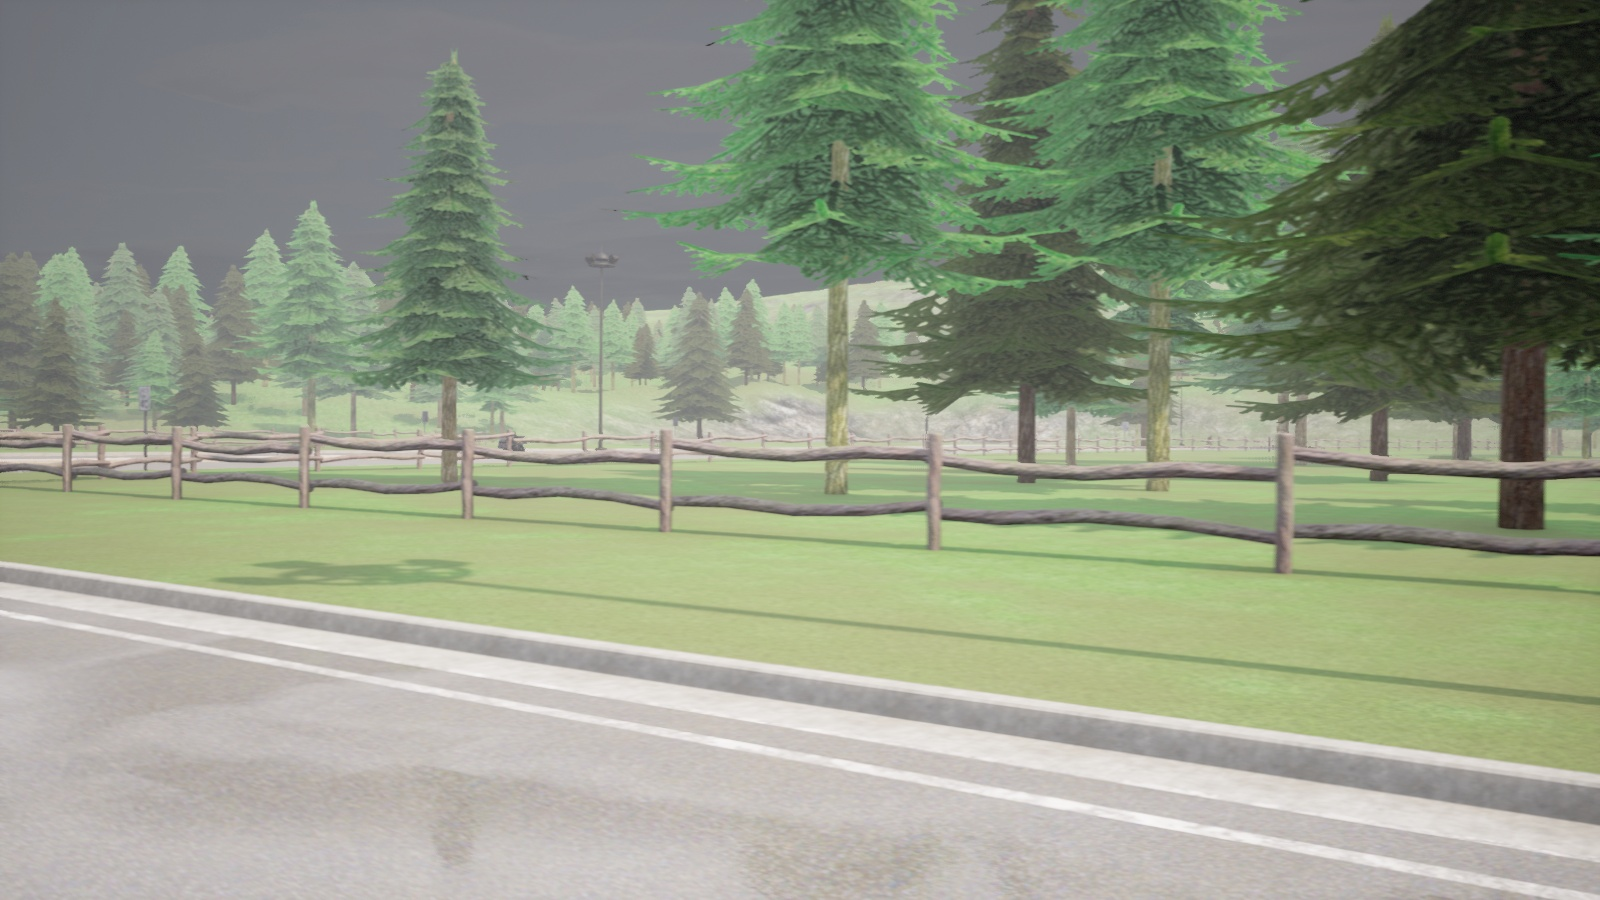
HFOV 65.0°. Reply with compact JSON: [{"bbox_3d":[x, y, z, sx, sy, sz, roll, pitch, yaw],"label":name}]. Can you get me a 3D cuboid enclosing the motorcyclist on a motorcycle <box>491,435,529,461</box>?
[{"bbox_3d":[-17.402,-0.106,75.471,0.866,1.530,2.191,0,1,34],"label":"motorcyclist on a motorcycle"}]
